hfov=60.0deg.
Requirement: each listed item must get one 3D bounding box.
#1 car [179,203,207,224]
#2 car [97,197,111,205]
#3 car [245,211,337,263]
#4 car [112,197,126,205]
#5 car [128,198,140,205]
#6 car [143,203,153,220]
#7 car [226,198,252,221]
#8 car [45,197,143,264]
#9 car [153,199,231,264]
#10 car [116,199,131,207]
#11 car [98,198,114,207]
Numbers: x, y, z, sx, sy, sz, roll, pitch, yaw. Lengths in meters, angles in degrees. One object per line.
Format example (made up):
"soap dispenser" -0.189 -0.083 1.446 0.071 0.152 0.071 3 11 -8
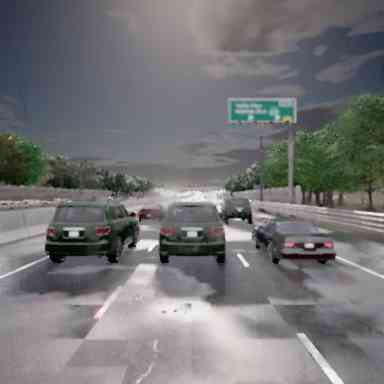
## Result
"car" 0.106 1.747 28.422 2.128 1.511 4.902 0 0 1
"car" -20.388 1.962 77.358 2.097 1.767 4.553 0 0 1
"car" 3.529 1.671 12.462 2.033 1.411 5.357 0 -1 1
"car" -16.888 1.961 77.303 2.097 1.767 4.553 0 0 1
"car" -13.389 2.084 77.216 1.882 1.535 5.008 0 0 1
"car" -3.382 1.737 29.173 1.882 1.535 5.008 0 0 1
"car" 3.591 1.472 27.479 2.150 2.045 5.566 0 0 1
"car" -3.471 1.348 12.520 2.150 2.045 5.566 0 0 0
"car" 0.029 1.348 12.509 2.150 2.045 5.566 0 0 1
"car" -13.557 2.140 65.851 1.895 1.301 4.718 0 0 1
"car" -17.056 2.044 65.920 1.837 1.490 4.892 0 0 1
